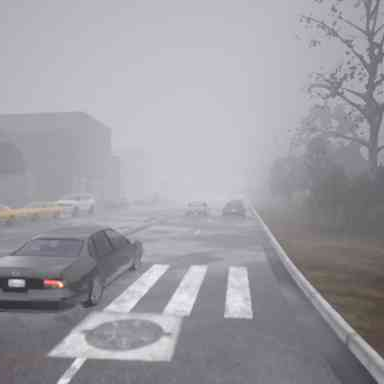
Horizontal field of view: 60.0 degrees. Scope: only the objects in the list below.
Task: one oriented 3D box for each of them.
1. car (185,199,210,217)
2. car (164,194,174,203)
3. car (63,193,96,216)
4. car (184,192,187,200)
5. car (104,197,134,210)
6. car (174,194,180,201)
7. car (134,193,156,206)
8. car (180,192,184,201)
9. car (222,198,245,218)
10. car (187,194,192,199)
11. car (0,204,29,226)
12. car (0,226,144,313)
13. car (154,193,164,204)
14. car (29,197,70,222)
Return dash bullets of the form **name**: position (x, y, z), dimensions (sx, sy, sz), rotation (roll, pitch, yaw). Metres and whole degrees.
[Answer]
- **car**: position (0.615, 1.559, 30.960), dimensions (1.895, 1.301, 4.718), rotation (0, 0, 9)
- **car**: position (-5.895, 1.374, 68.411), dimensions (2.231, 1.521, 4.892), rotation (0, 0, 9)
- **car**: position (-11.186, 1.162, 31.745), dimensions (2.435, 2.045, 5.566), rotation (0, 0, 8)
- **car**: position (-3.253, 1.350, 86.137), dimensions (1.946, 1.575, 5.366), rotation (0, 0, 8)
- **car**: position (-9.596, 1.431, 42.677), dimensions (2.163, 1.488, 4.792), rotation (0, 0, 8)
- **car**: position (-4.848, 1.362, 75.203), dimensions (1.946, 1.575, 5.366), rotation (0, 0, 8)
- **car**: position (-7.992, 1.390, 53.648), dimensions (2.231, 1.521, 4.892), rotation (0, 0, 8)
- **car**: position (-4.019, 1.233, 80.884), dimensions (2.185, 1.767, 4.553), rotation (0, 0, 8)
- **car**: position (3.776, 1.513, 30.001), dimensions (1.994, 1.385, 4.181), rotation (0, 0, 9)
- **car**: position (-2.433, 1.096, 91.760), dimensions (2.435, 2.045, 5.566), rotation (0, 0, 8)
- **car**: position (-12.825, 1.422, 20.531), dimensions (1.946, 1.575, 5.366), rotation (0, 0, 8)
- **car**: position (-2.615, 1.532, 7.918), dimensions (2.033, 1.411, 5.357), rotation (0, 0, 6)
- **car**: position (-7.200, 1.132, 59.080), dimensions (2.435, 2.045, 5.566), rotation (0, 0, 8)
- **car**: position (-12.027, 1.416, 25.998), dimensions (1.946, 1.575, 5.366), rotation (0, 0, 8)
